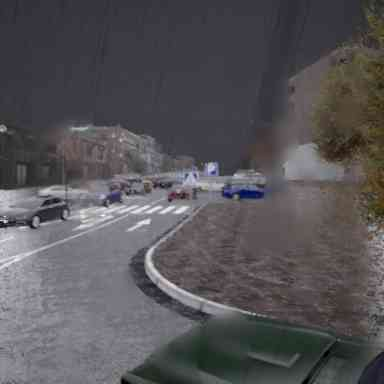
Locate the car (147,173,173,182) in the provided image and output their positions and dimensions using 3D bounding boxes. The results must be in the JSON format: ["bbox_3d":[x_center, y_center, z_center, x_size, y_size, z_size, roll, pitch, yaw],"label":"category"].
[{"bbox_3d":[-6.600,-3.032,68.897,5.008,1.535,2.097,-2,5,-11],"label":"car"}]

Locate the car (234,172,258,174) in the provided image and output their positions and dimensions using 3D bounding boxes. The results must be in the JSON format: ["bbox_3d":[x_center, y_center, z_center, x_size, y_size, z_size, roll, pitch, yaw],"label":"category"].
[{"bbox_3d":[6.091,-0.788,36.249,5.566,2.045,2.435,-1,5,-10],"label":"car"}]

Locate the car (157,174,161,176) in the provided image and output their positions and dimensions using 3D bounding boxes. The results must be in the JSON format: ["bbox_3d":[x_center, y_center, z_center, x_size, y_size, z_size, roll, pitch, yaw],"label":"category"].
[{"bbox_3d":[-8.252,-2.056,57.323,4.792,1.488,2.163,-2,4,-12],"label":"car"}]

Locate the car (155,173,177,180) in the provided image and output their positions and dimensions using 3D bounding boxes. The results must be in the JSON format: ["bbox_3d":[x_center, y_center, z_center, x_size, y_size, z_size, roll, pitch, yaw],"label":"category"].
[{"bbox_3d":[-5.757,-3.458,74.695,4.674,1.452,2.002,-2,4,-11],"label":"car"}]

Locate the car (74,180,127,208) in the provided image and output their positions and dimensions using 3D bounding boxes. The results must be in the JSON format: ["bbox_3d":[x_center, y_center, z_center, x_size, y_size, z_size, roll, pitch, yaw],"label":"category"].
[{"bbox_3d":[-7.296,0.205,27.130,2.097,1.767,4.553,0,5,8],"label":"car"}]

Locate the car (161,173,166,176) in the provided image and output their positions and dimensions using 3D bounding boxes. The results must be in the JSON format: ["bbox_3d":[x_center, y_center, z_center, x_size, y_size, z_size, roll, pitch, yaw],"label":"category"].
[{"bbox_3d":[-7.874,-2.321,60.214,5.008,1.535,2.097,-2,4,-12],"label":"car"}]

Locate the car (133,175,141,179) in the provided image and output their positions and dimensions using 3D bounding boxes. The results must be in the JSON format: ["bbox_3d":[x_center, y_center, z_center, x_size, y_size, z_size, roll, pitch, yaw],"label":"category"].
[{"bbox_3d":[-9.929,-1.136,45.718,5.008,1.535,2.097,-2,4,-12],"label":"car"}]

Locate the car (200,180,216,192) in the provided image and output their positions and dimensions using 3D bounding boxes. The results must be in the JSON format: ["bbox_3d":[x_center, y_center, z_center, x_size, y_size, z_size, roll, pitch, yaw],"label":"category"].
[{"bbox_3d":[2.273,-0.764,39.963,4.674,1.442,1.812,0,5,14],"label":"car"}]

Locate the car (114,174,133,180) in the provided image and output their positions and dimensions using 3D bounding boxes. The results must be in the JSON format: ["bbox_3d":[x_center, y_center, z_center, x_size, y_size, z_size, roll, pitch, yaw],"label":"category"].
[{"bbox_3d":[-10.299,-1.024,42.797,4.553,1.767,2.185,-2,5,-12],"label":"car"}]

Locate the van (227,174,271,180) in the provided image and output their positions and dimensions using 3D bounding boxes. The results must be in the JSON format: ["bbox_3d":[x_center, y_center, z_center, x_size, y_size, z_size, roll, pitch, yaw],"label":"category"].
[{"bbox_3d":[5.723,-0.522,33.339,4.442,1.987,1.878,-1,5,-10],"label":"van"}]

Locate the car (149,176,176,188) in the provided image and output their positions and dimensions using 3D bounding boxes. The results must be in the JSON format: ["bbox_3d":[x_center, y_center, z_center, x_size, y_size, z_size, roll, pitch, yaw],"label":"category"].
[{"bbox_3d":[-3.898,-1.064,45.558,1.895,1.301,4.718,0,5,14],"label":"car"}]

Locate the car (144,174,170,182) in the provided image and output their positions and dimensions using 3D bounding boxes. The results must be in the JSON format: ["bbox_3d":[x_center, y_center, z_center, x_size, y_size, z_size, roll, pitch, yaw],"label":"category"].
[{"bbox_3d":[-7.021,-2.794,66.000,4.892,1.521,2.231,-2,5,-11],"label":"car"}]

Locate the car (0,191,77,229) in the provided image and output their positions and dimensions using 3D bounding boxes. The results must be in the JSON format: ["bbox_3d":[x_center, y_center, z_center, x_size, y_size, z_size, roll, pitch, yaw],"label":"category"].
[{"bbox_3d":[-8.531,1.020,18.312,1.837,1.490,4.892,0,4,8],"label":"car"}]

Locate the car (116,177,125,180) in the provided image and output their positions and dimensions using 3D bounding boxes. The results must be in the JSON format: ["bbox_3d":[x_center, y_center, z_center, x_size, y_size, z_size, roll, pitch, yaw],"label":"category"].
[{"bbox_3d":[-10.758,-0.629,39.886,4.792,1.488,2.163,-2,5,-12],"label":"car"}]

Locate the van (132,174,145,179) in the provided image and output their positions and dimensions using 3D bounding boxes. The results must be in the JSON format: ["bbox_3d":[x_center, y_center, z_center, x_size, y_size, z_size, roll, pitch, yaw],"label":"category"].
[{"bbox_3d":[-9.635,-1.593,48.579,4.442,1.987,1.878,-2,5,-12],"label":"van"}]

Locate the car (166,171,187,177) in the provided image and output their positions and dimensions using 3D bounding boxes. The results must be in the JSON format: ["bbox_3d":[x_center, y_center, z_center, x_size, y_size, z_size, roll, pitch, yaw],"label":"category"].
[{"bbox_3d":[-2.327,-1.980,53.631,2.097,1.767,4.553,0,5,8],"label":"car"}]

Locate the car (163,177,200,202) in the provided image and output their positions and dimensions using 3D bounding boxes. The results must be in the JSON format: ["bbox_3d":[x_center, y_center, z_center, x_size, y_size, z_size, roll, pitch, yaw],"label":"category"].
[{"bbox_3d":[-0.824,-0.134,30.419,2.097,1.767,4.553,0,5,9],"label":"car"}]

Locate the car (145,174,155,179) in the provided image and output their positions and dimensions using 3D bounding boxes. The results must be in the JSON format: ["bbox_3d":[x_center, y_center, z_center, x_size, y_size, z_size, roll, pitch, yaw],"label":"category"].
[{"bbox_3d":[-8.924,-1.621,51.559,5.366,1.575,1.946,-2,4,-12],"label":"car"}]

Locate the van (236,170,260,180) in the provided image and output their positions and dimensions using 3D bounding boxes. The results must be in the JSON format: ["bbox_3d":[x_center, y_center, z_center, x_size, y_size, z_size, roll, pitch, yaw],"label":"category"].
[{"bbox_3d":[11.496,-3.444,68.804,4.442,1.987,1.878,-1,4,-11],"label":"van"}]

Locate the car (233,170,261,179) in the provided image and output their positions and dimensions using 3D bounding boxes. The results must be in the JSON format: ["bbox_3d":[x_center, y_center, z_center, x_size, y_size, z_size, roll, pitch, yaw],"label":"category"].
[{"bbox_3d":[12.282,-3.937,74.690,5.566,2.045,2.435,-1,4,-11],"label":"car"}]

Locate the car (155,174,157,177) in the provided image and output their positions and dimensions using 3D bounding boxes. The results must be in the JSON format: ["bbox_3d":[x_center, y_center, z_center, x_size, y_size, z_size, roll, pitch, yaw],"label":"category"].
[{"bbox_3d":[-8.703,-1.847,54.419,5.008,1.535,2.097,-2,4,-12],"label":"car"}]

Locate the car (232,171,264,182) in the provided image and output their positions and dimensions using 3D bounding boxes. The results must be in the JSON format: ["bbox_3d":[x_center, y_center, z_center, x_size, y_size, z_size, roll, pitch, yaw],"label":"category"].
[{"bbox_3d":[10.540,-2.983,62.875,5.566,2.045,2.435,-1,5,-11],"label":"car"}]

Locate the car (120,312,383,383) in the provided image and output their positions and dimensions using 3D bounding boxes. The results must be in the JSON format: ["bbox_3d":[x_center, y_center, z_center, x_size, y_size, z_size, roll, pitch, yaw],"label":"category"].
[{"bbox_3d":[1.672,1.602,1.994,4.718,1.301,1.895,0,0,37],"label":"car"}]

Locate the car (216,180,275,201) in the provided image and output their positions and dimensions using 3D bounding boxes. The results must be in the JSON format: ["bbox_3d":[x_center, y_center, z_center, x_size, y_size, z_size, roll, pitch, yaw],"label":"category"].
[{"bbox_3d":[5.095,-0.052,30.391,5.008,1.535,2.097,-1,5,-10],"label":"car"}]

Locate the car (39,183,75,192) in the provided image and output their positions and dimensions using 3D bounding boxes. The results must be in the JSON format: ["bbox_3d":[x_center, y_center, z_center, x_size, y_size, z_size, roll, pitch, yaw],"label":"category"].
[{"bbox_3d":[-11.933,0.095,31.156,4.674,1.452,2.002,-2,4,-12],"label":"car"}]

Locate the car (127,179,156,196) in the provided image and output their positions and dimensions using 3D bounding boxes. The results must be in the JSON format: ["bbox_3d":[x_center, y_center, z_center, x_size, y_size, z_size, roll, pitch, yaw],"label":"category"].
[{"bbox_3d":[-5.849,-0.354,36.523,1.994,1.385,4.181,0,5,10],"label":"car"}]

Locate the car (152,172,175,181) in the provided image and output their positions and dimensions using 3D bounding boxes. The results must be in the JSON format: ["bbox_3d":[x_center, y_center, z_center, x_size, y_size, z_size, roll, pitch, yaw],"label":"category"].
[{"bbox_3d":[-6.153,-3.393,71.785,4.553,1.767,2.185,-2,5,-11],"label":"car"}]

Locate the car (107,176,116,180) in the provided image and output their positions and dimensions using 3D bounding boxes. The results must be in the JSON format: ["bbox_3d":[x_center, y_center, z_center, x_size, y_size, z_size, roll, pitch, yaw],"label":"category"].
[{"bbox_3d":[-11.105,-0.547,36.972,4.553,1.767,2.185,-2,5,-12],"label":"car"}]
